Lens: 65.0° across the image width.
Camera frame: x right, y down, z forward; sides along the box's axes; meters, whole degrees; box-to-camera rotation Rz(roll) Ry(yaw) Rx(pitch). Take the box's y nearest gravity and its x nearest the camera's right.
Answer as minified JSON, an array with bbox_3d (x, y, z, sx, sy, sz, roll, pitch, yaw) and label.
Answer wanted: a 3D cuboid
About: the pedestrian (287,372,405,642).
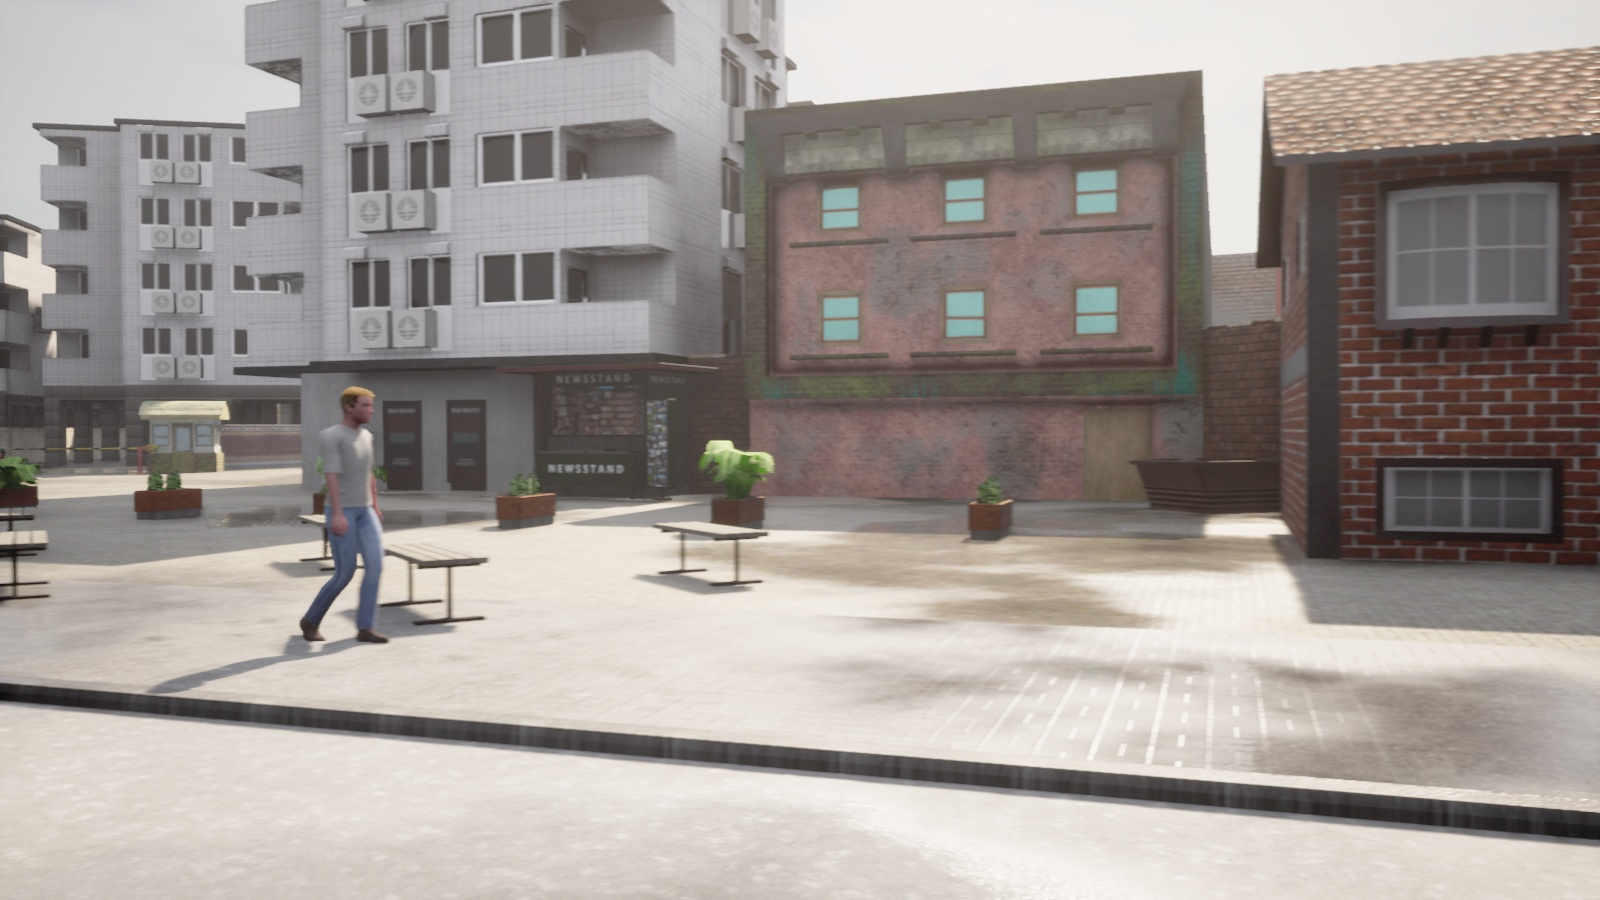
[{"bbox_3d":[-3.184,0.383,8.814,0.706,1.836,0.354,1,1,19],"label":"pedestrian"}]
